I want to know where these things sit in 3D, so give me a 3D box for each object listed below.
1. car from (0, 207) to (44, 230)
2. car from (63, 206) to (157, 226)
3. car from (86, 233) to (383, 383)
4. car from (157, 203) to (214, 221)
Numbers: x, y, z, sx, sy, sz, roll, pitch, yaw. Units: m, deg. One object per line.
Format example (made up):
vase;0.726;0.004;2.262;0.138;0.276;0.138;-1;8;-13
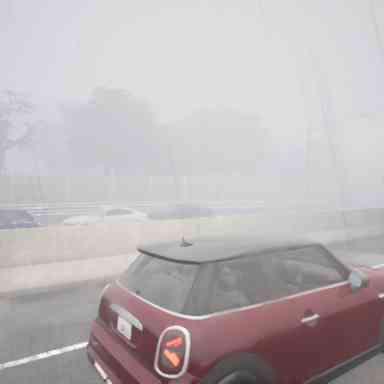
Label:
car;-7.560;1.351;11.494;4.553;1.767;2.097;0;0;-35
car;-4.510;1.513;17.959;4.674;1.442;1.812;0;0;-35
car;1.065;1.346;4.500;4.553;1.767;2.097;0;0;-35
car;-0.878;1.523;24.825;5.357;1.411;2.033;0;0;-35
